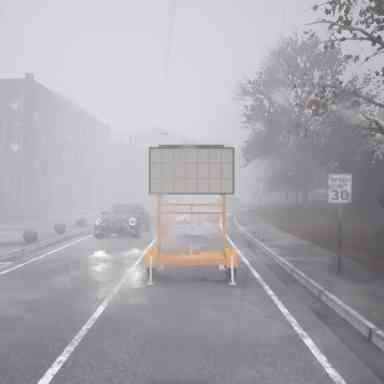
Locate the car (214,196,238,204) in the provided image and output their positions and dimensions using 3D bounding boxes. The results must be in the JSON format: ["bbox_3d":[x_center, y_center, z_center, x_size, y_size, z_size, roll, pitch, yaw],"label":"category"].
[{"bbox_3d":[5.840,1.360,56.789,2.128,1.511,4.902,-1,0,44],"label":"car"}]

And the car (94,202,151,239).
[{"bbox_3d":[-3.465,1.357,17.213,2.097,1.767,4.553,0,0,2],"label":"car"}]

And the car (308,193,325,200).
[{"bbox_3d":[26.967,0.871,71.755,4.674,1.442,1.812,-2,0,-30],"label":"car"}]

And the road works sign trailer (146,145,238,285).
[{"bbox_3d":[-0.011,0.467,9.484,2.380,3.560,2.880,0,0,0],"label":"road works sign trailer"}]
